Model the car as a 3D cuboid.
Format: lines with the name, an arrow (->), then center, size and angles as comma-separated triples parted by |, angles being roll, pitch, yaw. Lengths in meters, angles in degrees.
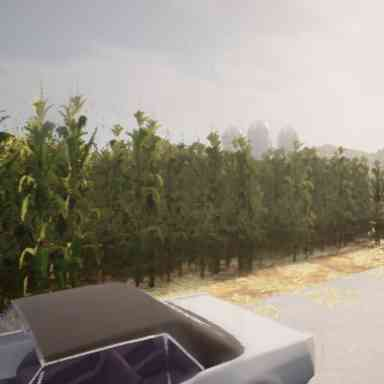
car -> -1.180, 1.601, 2.646 | 4.718, 1.301, 1.895 | 0, 0, -35
